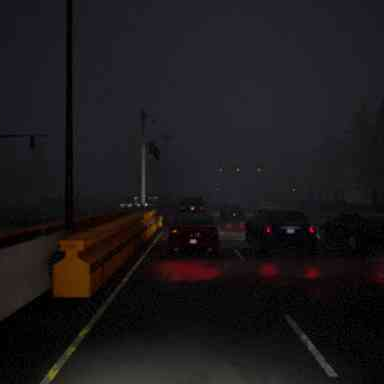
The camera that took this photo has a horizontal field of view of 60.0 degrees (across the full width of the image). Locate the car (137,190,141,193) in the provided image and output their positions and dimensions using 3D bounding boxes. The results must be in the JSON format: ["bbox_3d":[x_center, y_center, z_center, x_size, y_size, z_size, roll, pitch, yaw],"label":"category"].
[{"bbox_3d":[-13.906,0.270,88.809,1.837,1.490,4.892,0,6,0],"label":"car"}]

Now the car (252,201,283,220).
[{"bbox_3d":[7.075,1.671,31.756,1.882,1.535,5.008,0,0,0],"label":"car"}]

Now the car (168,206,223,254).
[{"bbox_3d":[0.061,1.563,13.935,1.882,1.535,5.008,0,0,0],"label":"car"}]

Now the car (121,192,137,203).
[{"bbox_3d":[-13.994,1.343,72.438,2.150,2.045,5.566,0,2,0],"label":"car"}]

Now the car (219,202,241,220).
[{"bbox_3d":[3.567,1.676,30.190,2.128,1.511,4.902,0,0,0],"label":"car"}]

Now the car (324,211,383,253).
[{"bbox_3d":[7.062,1.589,14.103,1.837,1.490,4.892,0,-1,0],"label":"car"}]

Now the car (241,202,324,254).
[{"bbox_3d":[3.561,1.438,14.088,2.097,1.767,4.553,0,0,0],"label":"car"}]

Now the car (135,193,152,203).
[{"bbox_3d":[-10.494,1.600,72.227,1.882,1.535,5.008,0,2,0],"label":"car"}]

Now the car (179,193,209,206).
[{"bbox_3d":[0.063,1.401,29.098,2.150,2.045,5.566,0,0,0],"label":"car"}]

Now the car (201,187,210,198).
[{"bbox_3d":[3.582,0.245,86.623,2.150,2.045,5.566,0,6,0],"label":"car"}]

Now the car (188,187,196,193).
[{"bbox_3d":[0.085,0.342,87.011,2.097,1.767,4.553,0,6,0],"label":"car"}]

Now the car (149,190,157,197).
[{"bbox_3d":[-10.406,0.315,88.691,1.812,1.442,4.674,0,6,0],"label":"car"}]

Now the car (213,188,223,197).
[{"bbox_3d":[7.087,0.495,87.439,1.994,1.385,4.181,0,6,0],"label":"car"}]
